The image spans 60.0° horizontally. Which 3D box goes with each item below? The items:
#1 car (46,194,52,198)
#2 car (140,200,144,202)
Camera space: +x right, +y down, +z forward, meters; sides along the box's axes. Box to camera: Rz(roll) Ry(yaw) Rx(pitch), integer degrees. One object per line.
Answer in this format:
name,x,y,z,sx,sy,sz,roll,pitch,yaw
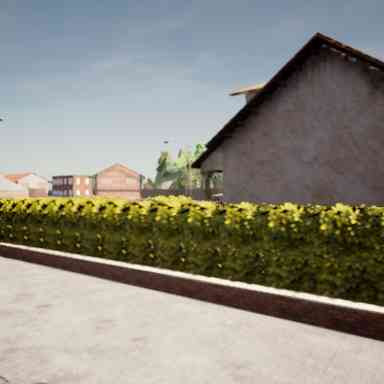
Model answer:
car,-29.047,1.259,66.932,3.866,1.878,1.905,0,0,35
car,-5.084,1.612,38.465,2.128,1.511,4.902,0,0,36
